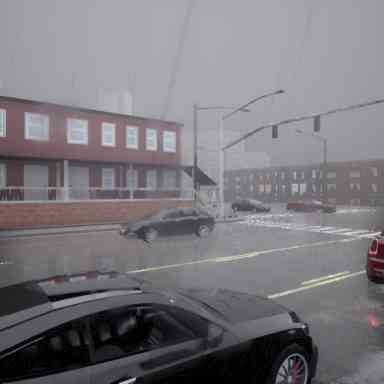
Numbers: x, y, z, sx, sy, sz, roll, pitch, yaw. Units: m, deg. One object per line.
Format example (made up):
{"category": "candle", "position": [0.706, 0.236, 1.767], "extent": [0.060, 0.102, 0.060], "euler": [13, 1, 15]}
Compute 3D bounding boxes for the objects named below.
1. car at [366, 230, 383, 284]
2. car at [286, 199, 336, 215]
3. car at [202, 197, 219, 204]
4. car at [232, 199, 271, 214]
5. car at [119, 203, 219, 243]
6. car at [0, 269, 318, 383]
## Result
{"category": "car", "position": [6.428, 1.352, 8.392], "extent": [4.553, 1.767, 2.097], "euler": [0, 0, -35]}
{"category": "car", "position": [12.034, 1.477, 33.837], "extent": [1.882, 1.535, 5.008], "euler": [0, 0, -40]}
{"category": "car", "position": [1.952, 1.504, 47.411], "extent": [1.837, 1.490, 4.892], "euler": [0, 0, -35]}
{"category": "car", "position": [6.229, 1.504, 35.195], "extent": [1.837, 1.490, 4.892], "euler": [0, 0, -33]}
{"category": "car", "position": [-1.086, 1.505, 16.109], "extent": [4.892, 1.490, 1.837], "euler": [0, 0, -35]}
{"category": "car", "position": [-0.770, 1.526, 3.205], "extent": [4.674, 1.442, 1.812], "euler": [0, 0, -35]}
